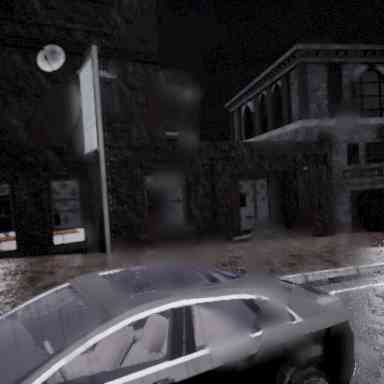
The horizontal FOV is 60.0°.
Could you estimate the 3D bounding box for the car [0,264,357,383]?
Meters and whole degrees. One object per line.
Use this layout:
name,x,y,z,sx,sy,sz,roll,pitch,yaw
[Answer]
car,-0.628,1.505,2.903,4.902,1.511,2.128,0,0,-32
